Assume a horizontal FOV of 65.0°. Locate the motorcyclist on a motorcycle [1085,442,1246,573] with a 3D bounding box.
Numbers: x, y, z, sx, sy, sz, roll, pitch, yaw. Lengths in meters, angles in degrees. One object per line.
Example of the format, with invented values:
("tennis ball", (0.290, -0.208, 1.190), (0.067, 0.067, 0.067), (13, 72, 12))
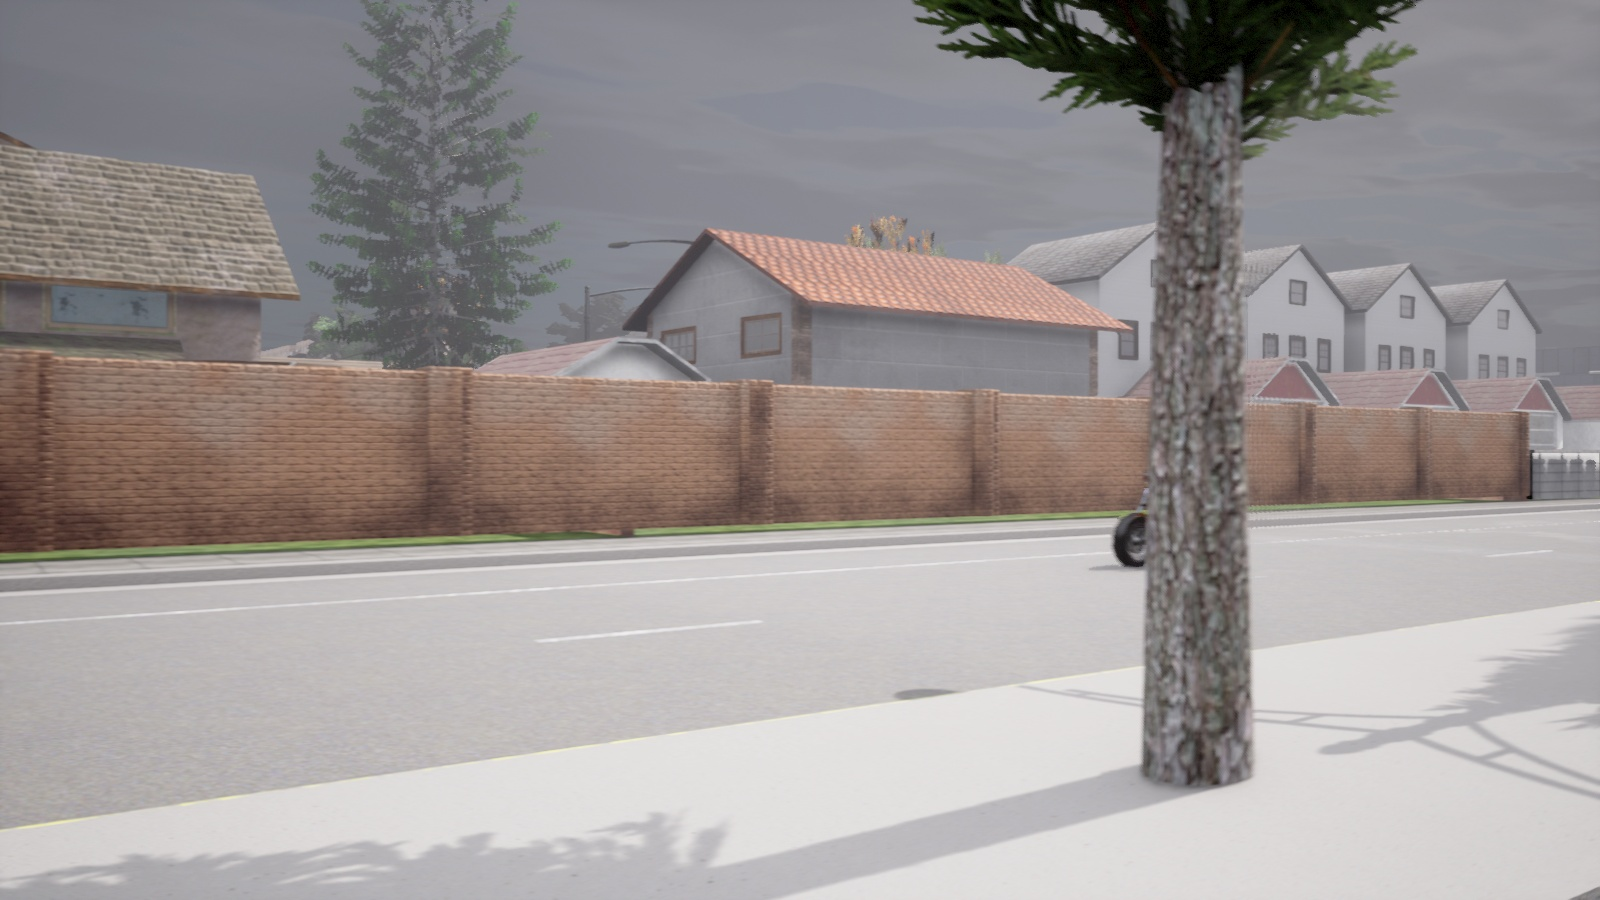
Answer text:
("motorcyclist on a motorcycle", (4.922, 0.726, 16.832), (2.350, 1.649, 0.766), (0, 0, -35))
